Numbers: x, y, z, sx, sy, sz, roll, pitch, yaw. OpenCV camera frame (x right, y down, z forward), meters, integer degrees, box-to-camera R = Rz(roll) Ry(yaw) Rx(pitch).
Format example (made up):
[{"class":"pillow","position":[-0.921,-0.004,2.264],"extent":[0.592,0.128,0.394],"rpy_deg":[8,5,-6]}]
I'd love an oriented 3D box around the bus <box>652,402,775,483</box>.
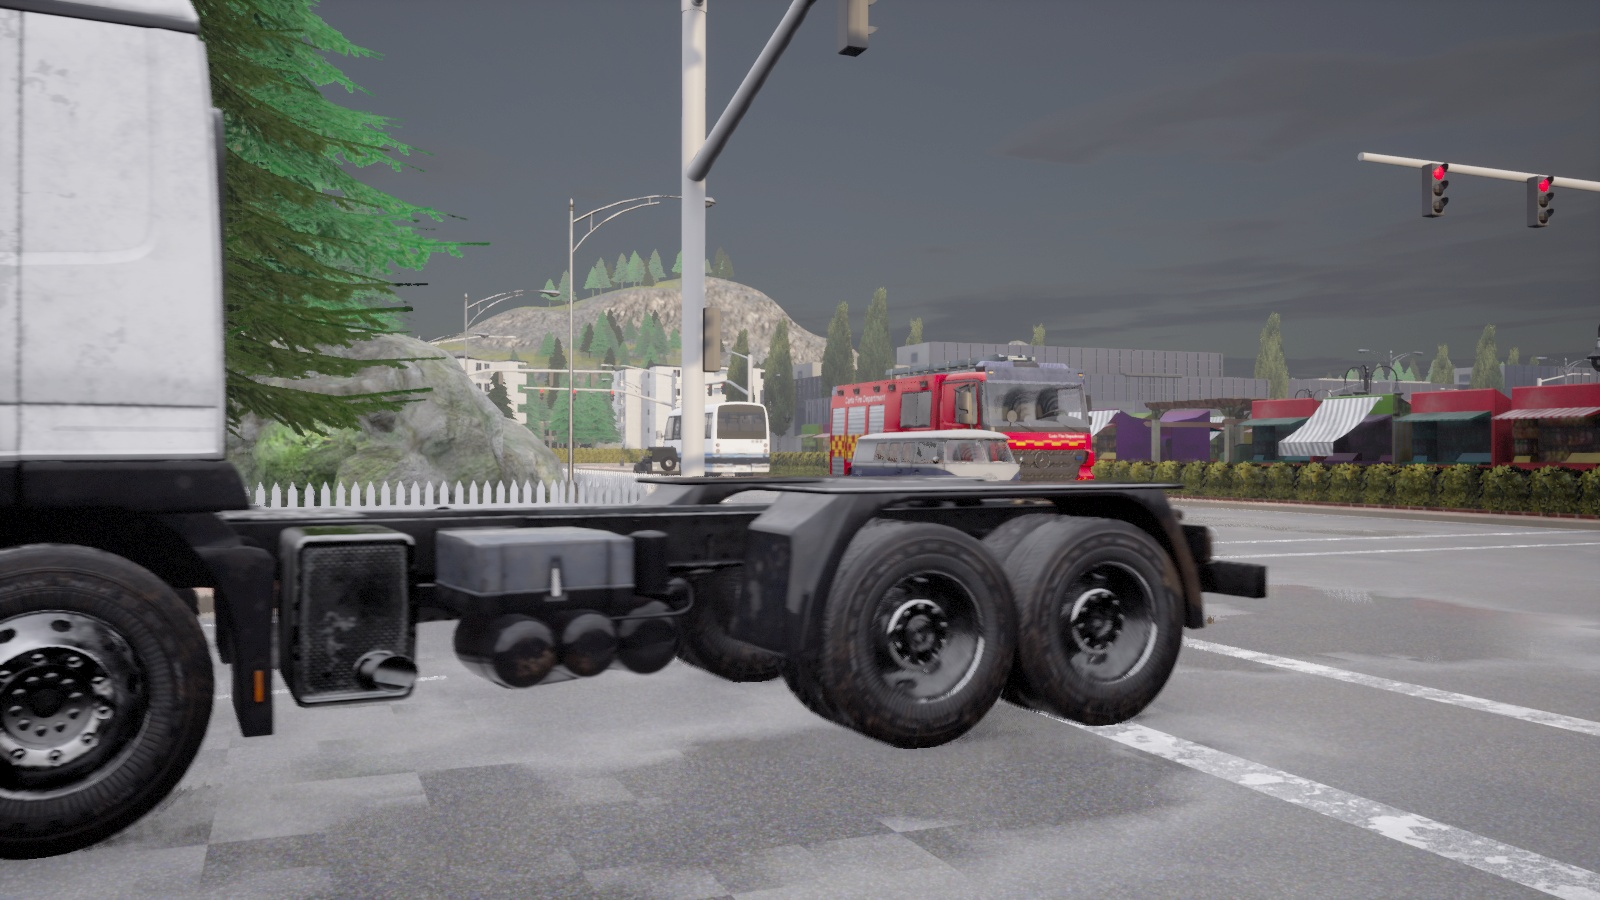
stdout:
[{"class":"bus","position":[-5.085,-0.391,71.120],"extent":[3.944,4.253,10.273],"rpy_deg":[0,0,-22]}]

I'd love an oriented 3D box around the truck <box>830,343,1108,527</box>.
[{"class":"truck","position":[3.741,-0.298,30.549],"extent":[2.891,3.827,8.468],"rpy_deg":[0,0,-22]}]

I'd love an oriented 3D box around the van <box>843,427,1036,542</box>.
[{"class":"van","position":[2.553,0.607,24.141],"extent":[1.775,1.987,4.442],"rpy_deg":[0,0,-22]}]

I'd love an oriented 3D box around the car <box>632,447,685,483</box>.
[{"class":"car","position":[-7.748,0.780,68.369],"extent":[1.905,1.878,3.866],"rpy_deg":[0,0,-22]}]

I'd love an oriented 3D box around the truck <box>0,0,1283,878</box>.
[{"class":"truck","position":[-1.383,-0.218,6.796],"extent":[7.936,3.462,2.891],"rpy_deg":[0,0,-27]}]
